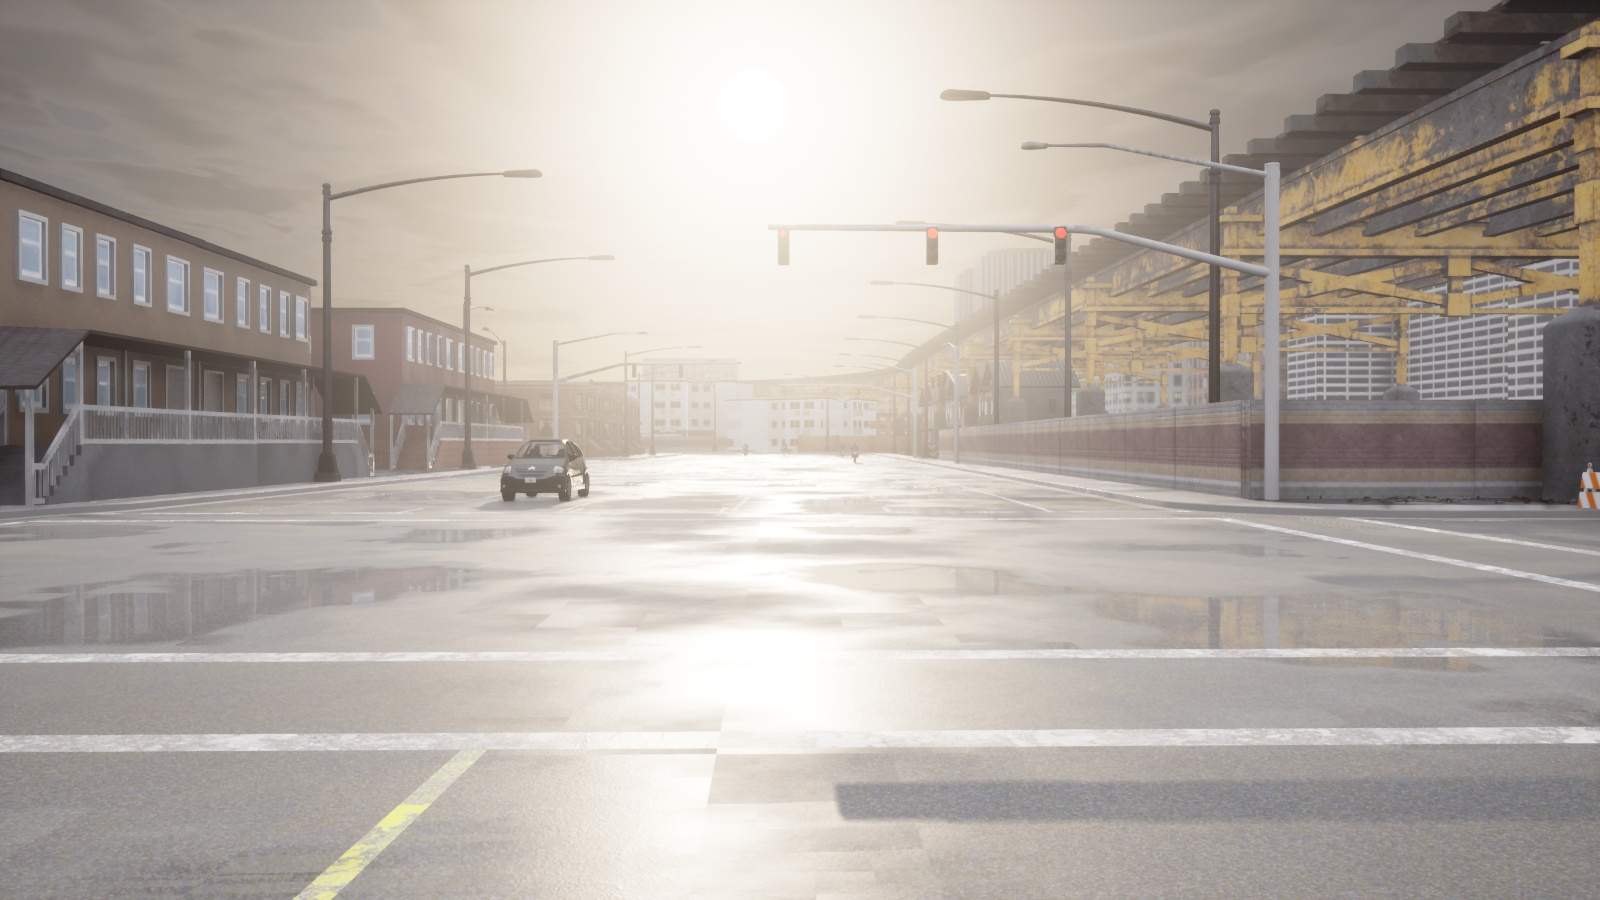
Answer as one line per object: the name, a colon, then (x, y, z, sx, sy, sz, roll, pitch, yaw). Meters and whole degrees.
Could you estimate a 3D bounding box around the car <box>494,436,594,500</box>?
car: (-6.792, 0.449, 33.720, 1.851, 1.617, 3.988, 0, 0, 0)
